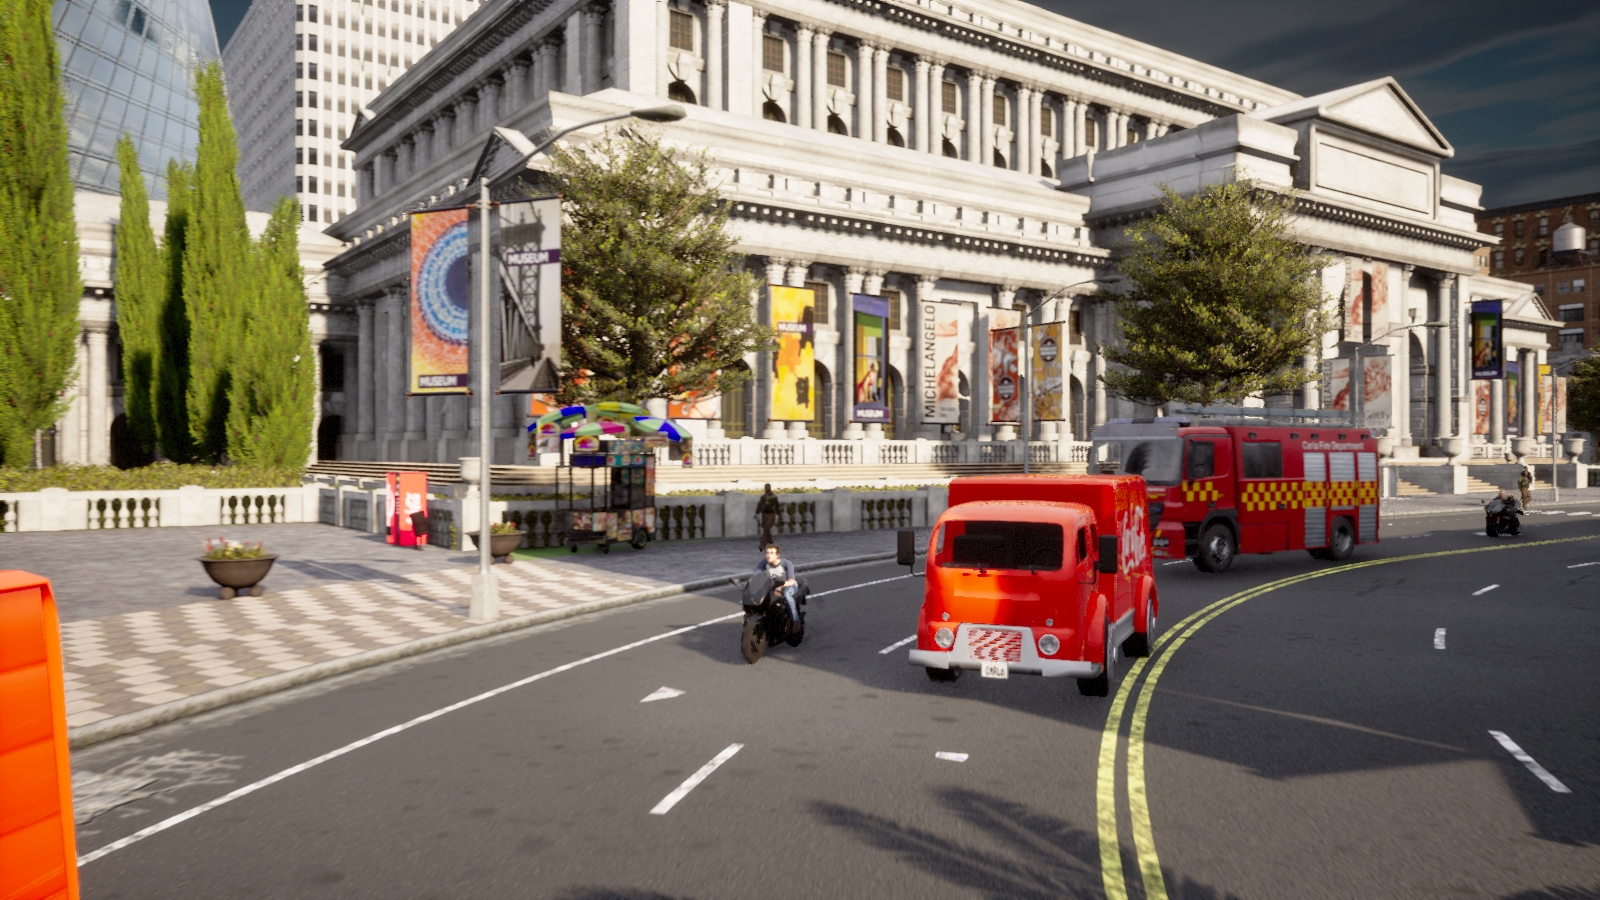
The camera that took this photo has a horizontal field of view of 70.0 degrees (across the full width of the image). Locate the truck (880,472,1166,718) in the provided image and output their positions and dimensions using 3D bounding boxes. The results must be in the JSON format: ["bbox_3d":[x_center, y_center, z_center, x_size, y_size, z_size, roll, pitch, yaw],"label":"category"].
[{"bbox_3d":[3.131,1.571,14.827,2.627,2.467,5.204,0,0,23],"label":"truck"}]

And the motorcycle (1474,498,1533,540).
[{"bbox_3d":[22.793,2.216,37.009,2.209,1.251,0.867,0,0,-36],"label":"motorcycle"}]

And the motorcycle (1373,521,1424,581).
[{"bbox_3d":[13.335,2.220,25.505,0.803,1.145,2.033,1,0,22],"label":"motorcycle"}]

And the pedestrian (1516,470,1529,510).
[{"bbox_3d":[33.772,1.864,53.383,0.375,1.860,0.375,0,0,-21],"label":"pedestrian"}]

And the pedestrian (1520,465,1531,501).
[{"bbox_3d":[37.863,1.714,59.634,0.375,1.860,0.375,0,0,-43],"label":"pedestrian"}]

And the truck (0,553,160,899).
[{"bbox_3d":[-3.457,1.566,1.031,2.627,2.467,5.204,0,0,4],"label":"truck"}]

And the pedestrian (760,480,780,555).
[{"bbox_3d":[-0.763,1.697,28.812,0.375,1.860,0.375,0,0,27],"label":"pedestrian"}]

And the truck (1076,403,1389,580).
[{"bbox_3d":[10.864,0.897,28.266,8.468,3.827,2.891,0,0,-34],"label":"truck"}]
